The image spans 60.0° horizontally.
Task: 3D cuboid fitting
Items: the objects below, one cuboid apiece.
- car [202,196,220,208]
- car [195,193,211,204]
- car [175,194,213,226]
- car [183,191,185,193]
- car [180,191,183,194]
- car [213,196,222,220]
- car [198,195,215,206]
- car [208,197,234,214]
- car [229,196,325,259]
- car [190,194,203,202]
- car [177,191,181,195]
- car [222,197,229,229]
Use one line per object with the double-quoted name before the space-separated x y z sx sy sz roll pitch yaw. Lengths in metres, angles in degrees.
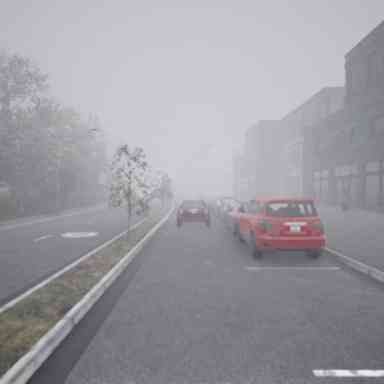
"car" 2.524 1.301 45.914 2.002 1.452 4.674 0 0 -3
"car" 1.843 1.069 56.996 2.185 1.767 4.553 0 0 -4
"car" 0.098 1.248 22.745 2.097 1.767 4.553 0 0 0
"car" -0.404 1.042 79.157 2.097 1.535 5.008 0 0 -7
"car" -1.177 0.993 84.858 1.946 1.575 5.366 0 0 -8
"car" 3.056 1.224 29.086 2.185 1.767 4.553 1 0 0
"car" 2.227 1.258 51.510 2.163 1.488 4.792 0 0 -3
"car" 2.940 1.351 34.708 2.163 1.488 4.792 0 0 -1
"car" 3.053 1.175 12.501 2.435 2.045 5.566 0 0 0
"car" 0.853 1.122 68.098 2.231 1.521 4.892 0 0 -5
"car" -2.024 0.943 90.358 1.946 1.575 5.366 0 0 -9
"car" 3.054 1.276 17.988 2.185 1.767 4.553 0 0 0
